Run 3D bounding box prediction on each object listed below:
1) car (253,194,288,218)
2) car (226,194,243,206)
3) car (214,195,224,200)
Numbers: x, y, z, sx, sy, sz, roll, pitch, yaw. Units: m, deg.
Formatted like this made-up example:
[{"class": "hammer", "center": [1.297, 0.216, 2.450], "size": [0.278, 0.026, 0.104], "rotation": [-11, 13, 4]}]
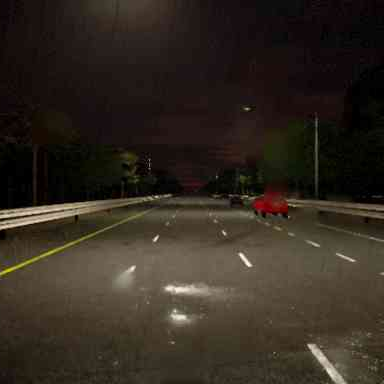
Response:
[{"class": "car", "center": [7.048, 1.221, 30.109], "size": [2.150, 2.045, 5.566], "rotation": [0, 0, 0]}, {"class": "car", "center": [7.116, 1.546, 54.095], "size": [1.837, 1.490, 4.892], "rotation": [0, 0, 0]}, {"class": "car", "center": [7.326, 1.584, 94.703], "size": [1.895, 1.301, 4.718], "rotation": [0, 0, 5]}]
